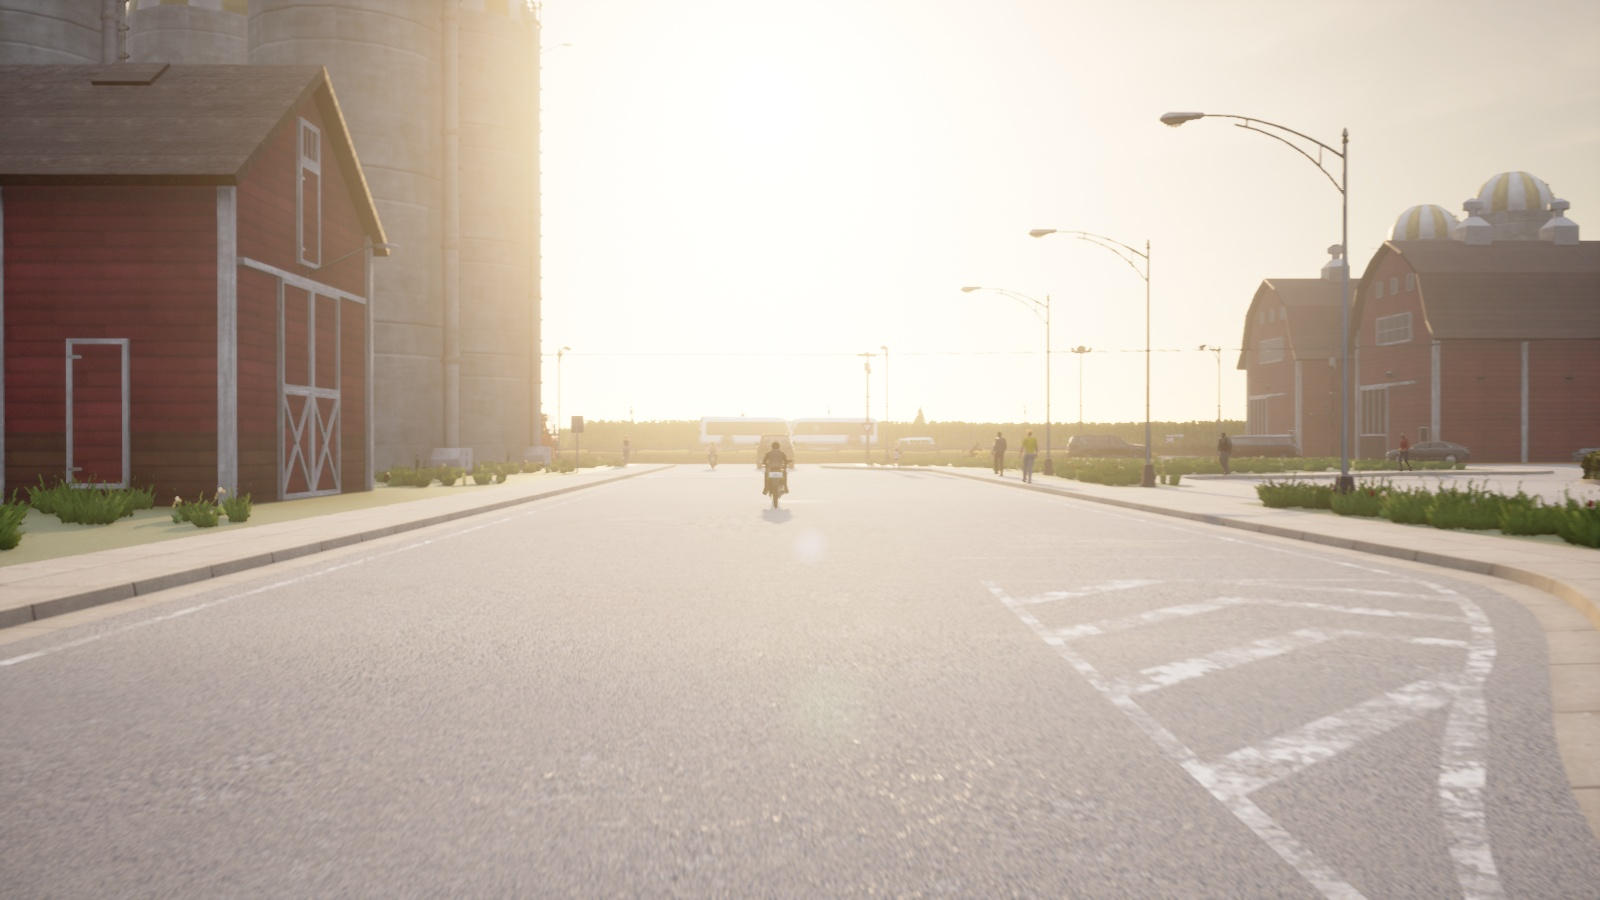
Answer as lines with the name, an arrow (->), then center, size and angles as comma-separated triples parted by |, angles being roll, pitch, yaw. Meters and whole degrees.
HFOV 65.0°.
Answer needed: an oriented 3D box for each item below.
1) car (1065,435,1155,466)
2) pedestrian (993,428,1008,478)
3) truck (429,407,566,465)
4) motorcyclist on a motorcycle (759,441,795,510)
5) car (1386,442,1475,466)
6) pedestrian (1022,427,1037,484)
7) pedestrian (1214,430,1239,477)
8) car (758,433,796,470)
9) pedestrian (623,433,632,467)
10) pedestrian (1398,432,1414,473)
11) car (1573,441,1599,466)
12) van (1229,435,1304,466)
car -> 20.811, 0.000, 84.504 | 5.566, 2.045, 2.150 | 0, 0, 0
pedestrian -> 7.935, 0.126, 49.681 | 0.423, 1.949, 0.788 | 0, 0, -3
truck -> -20.244, -0.904, 84.335 | 8.468, 3.827, 2.891 | 0, 0, 0
motorcyclist on a motorcycle -> -0.532, 0.565, 28.946 | 0.797, 1.523, 2.044 | 0, 0, -1
car -> 40.120, 0.263, 79.912 | 4.892, 1.490, 1.837 | 0, 0, 34
pedestrian -> 7.511, 0.174, 41.185 | 0.354, 1.836, 0.706 | 0, 0, -1
pedestrian -> 17.213, 0.125, 50.677 | 0.849, 1.883, 0.563 | 0, 0, -31
car -> -1.347, 0.054, 72.908 | 2.150, 2.045, 5.566 | 0, 0, -1
pedestrian -> -9.561, 0.004, 69.615 | 0.345, 1.836, 0.594 | 0, 0, 4
pedestrian -> 27.245, 0.098, 56.458 | 0.636, 1.846, 0.331 | 0, 0, -30
car -> 48.878, 0.211, 74.576 | 4.902, 1.511, 2.128 | 0, 0, 28
van -> 30.598, 0.025, 82.360 | 4.442, 1.987, 1.775 | 0, 0, 28
